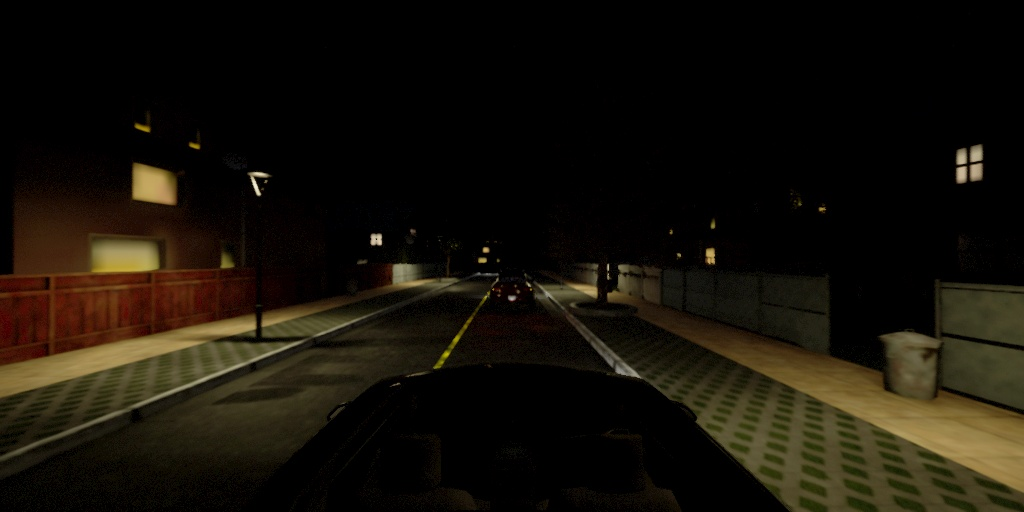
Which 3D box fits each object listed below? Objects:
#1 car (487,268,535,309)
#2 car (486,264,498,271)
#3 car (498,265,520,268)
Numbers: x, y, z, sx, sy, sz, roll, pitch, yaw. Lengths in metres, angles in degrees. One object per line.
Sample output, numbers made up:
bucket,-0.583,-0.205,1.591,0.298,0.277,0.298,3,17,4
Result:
car,0.019,1.420,15.738,1.812,1.442,4.674,0,0,1
car,-2.788,1.890,54.483,1.837,1.490,4.892,0,-1,0
car,0.008,1.571,30.345,1.837,1.490,4.892,0,0,0
